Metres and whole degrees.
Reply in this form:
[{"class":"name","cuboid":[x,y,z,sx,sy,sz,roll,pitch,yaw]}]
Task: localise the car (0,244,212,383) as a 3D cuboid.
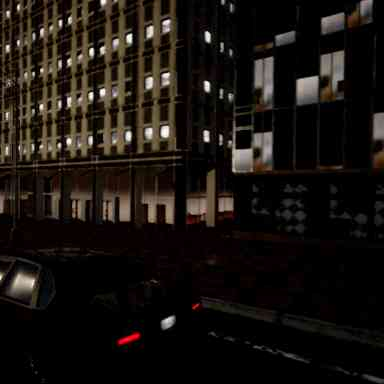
[{"class":"car","cuboid":[-2.312,1.591,5.333,5.357,1.411,2.033,-1,0,36]}]
